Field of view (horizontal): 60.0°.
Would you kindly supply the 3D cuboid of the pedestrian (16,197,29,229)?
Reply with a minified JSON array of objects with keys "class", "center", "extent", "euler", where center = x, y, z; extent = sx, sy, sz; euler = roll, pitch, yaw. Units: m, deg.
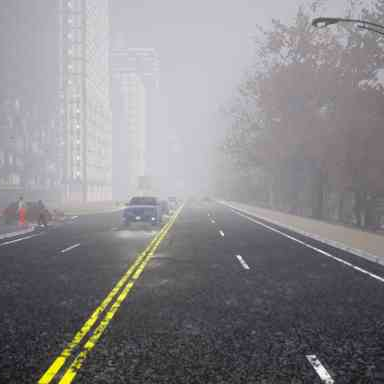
[{"class":"pedestrian","center":[-9.597,1.141,18.773],"extent":[0.375,1.860,0.375],"euler":[0,0,0]}]

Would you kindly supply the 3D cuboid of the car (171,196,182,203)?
[{"class":"car","center":[-3.248,1.574,69.528],"extent":[1.994,1.385,4.181],"euler":[0,0,0]}]

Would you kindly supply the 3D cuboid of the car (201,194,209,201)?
[{"class":"car","center":[3.254,1.373,85.290],"extent":[1.882,1.535,5.008],"euler":[0,0,0]}]

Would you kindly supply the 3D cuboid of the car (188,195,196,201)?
[{"class":"car","center":[0.004,1.420,85.290],"extent":[1.812,1.442,4.674],"euler":[0,0,0]}]

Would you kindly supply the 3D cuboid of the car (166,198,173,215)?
[{"class":"car","center":[-3.355,1.582,34.389],"extent":[1.994,1.385,4.181],"euler":[0,0,0]}]

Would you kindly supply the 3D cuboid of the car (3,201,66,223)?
[{"class":"car","center":[-12.528,1.537,26.584],"extent":[4.553,1.767,2.097],"euler":[-1,0,8]}]

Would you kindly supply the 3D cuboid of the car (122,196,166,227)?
[{"class":"car","center":[-3.373,1.291,23.535],"extent":[2.150,2.045,5.566],"euler":[-1,0,0]}]

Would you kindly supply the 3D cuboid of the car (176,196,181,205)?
[{"class":"car","center":[-3.333,1.512,56.360],"extent":[1.837,1.490,4.892],"euler":[0,-1,0]}]

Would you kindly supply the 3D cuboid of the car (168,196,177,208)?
[{"class":"car","center":[-3.345,1.602,43.714],"extent":[1.895,1.301,4.718],"euler":[0,0,0]}]

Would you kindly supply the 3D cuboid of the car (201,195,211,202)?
[{"class":"car","center":[3.252,1.503,74.896],"extent":[1.837,1.490,4.892],"euler":[0,0,0]}]

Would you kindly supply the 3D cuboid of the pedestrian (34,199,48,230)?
[{"class":"pedestrian","center":[-8.801,1.294,19.400],"extent":[0.375,1.860,0.375],"euler":[0,0,0]}]

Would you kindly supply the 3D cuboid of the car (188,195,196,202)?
[{"class":"car","center":[0.003,1.543,74.897],"extent":[2.033,1.411,5.357],"euler":[0,0,0]}]
